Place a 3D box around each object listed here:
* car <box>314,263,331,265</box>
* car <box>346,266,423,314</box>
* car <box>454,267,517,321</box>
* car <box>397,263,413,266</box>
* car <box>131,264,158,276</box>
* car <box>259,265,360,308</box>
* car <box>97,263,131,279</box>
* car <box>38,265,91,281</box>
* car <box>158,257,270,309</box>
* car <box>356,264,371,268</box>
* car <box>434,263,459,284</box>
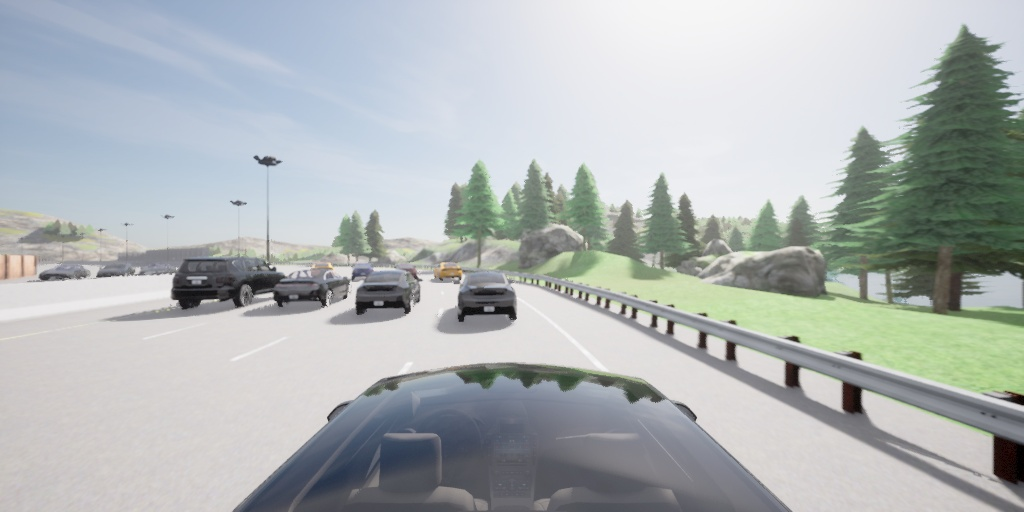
[{"bbox_3d":[-18.109,1.383,34.349,1.882,1.535,5.008,0,0,-24],"label":"car"},{"bbox_3d":[-4.696,1.304,14.087,1.837,1.490,4.892,0,0,-8],"label":"car"},{"bbox_3d":[-0.978,1.284,12.694,1.837,1.490,4.892,0,0,-8],"label":"car"},{"bbox_3d":[-9.581,1.388,32.183,1.812,1.442,4.674,0,0,-20],"label":"car"},{"bbox_3d":[-34.509,1.473,35.000,2.128,1.511,4.902,0,0,-32],"label":"car"},{"bbox_3d":[-8.490,1.311,15.662,2.128,1.511,4.902,0,0,-10],"label":"car"},{"bbox_3d":[-38.903,1.506,35.409,1.837,1.490,4.892,0,0,-34],"label":"car"},{"bbox_3d":[-41.899,1.560,33.767,2.033,1.411,5.357,0,0,-34],"label":"car"},{"bbox_3d":[-11.998,1.057,15.707,2.150,2.045,5.566,0,0,-11],"label":"car"},{"bbox_3d":[-13.743,1.408,33.018,1.812,1.442,4.674,0,0,-23],"label":"car"},{"bbox_3d":[-5.722,1.321,31.725,1.882,1.535,5.008,0,0,-20],"label":"car"}]
